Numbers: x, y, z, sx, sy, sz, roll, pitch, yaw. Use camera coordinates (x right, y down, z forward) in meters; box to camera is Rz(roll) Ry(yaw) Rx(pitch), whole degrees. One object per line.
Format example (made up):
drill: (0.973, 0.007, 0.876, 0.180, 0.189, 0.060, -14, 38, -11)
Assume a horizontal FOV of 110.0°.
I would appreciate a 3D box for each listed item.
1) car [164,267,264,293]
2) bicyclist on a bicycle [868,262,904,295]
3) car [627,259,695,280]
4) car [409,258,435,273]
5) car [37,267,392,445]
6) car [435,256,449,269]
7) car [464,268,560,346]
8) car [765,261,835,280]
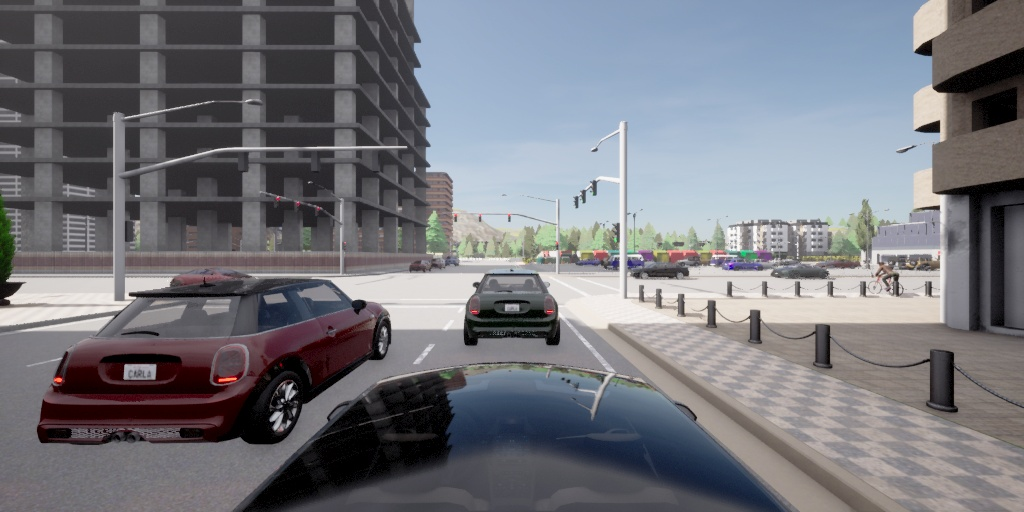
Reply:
car: (-17.221, 1.369, 20.898, 4.181, 1.385, 1.994, 0, 0, 0)
bicyclist on a bicycle: (18.070, 1.106, 17.374, 0.582, 1.620, 1.656, 0, 0, 0)
car: (13.039, 1.283, 31.820, 5.008, 1.535, 1.882, 0, 0, 0)
car: (-11.366, 1.228, 44.752, 1.882, 1.535, 5.008, 0, 0, 0)
car: (-3.483, 1.102, 5.471, 2.097, 1.767, 4.553, 0, 0, 0)
car: (-11.467, 1.102, 54.509, 2.097, 1.767, 4.553, 0, 0, -1)
car: (-0.020, 1.102, 9.605, 2.097, 1.767, 4.553, 0, 0, -1)
car: (25.543, 1.369, 31.909, 4.181, 1.385, 1.994, 0, 0, 0)
